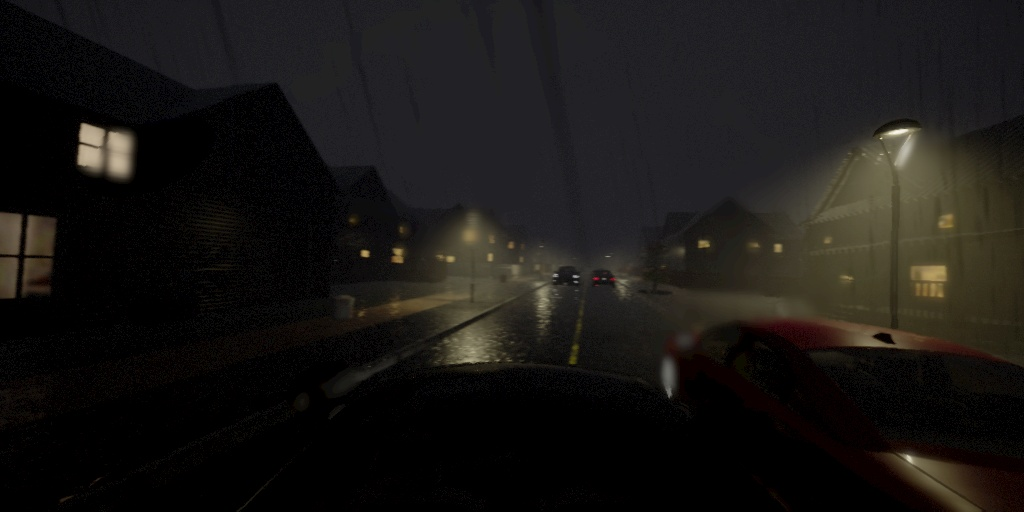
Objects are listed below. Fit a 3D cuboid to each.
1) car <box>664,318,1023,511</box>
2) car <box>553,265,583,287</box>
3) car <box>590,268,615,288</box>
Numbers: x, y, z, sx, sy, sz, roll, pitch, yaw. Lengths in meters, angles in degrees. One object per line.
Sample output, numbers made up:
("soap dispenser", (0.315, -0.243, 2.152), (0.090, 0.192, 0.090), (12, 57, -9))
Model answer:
("car", (2.804, 1.324, 3.355), (1.882, 1.535, 5.008), (1, -1, 12))
("car", (4.608, 1.604, 29.878), (2.097, 1.767, 4.553), (1, -1, 12))
("car", (7.735, 1.892, 30.512), (2.033, 1.411, 5.357), (1, -1, 12))
